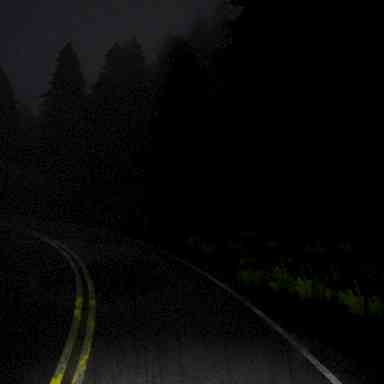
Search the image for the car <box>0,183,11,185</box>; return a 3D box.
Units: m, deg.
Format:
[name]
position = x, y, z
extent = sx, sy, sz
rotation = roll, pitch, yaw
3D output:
[car]
position = -30.501, -0.721, 54.523
extent = 2.128, 1.511, 4.902
rotation = 0, 2, -6
